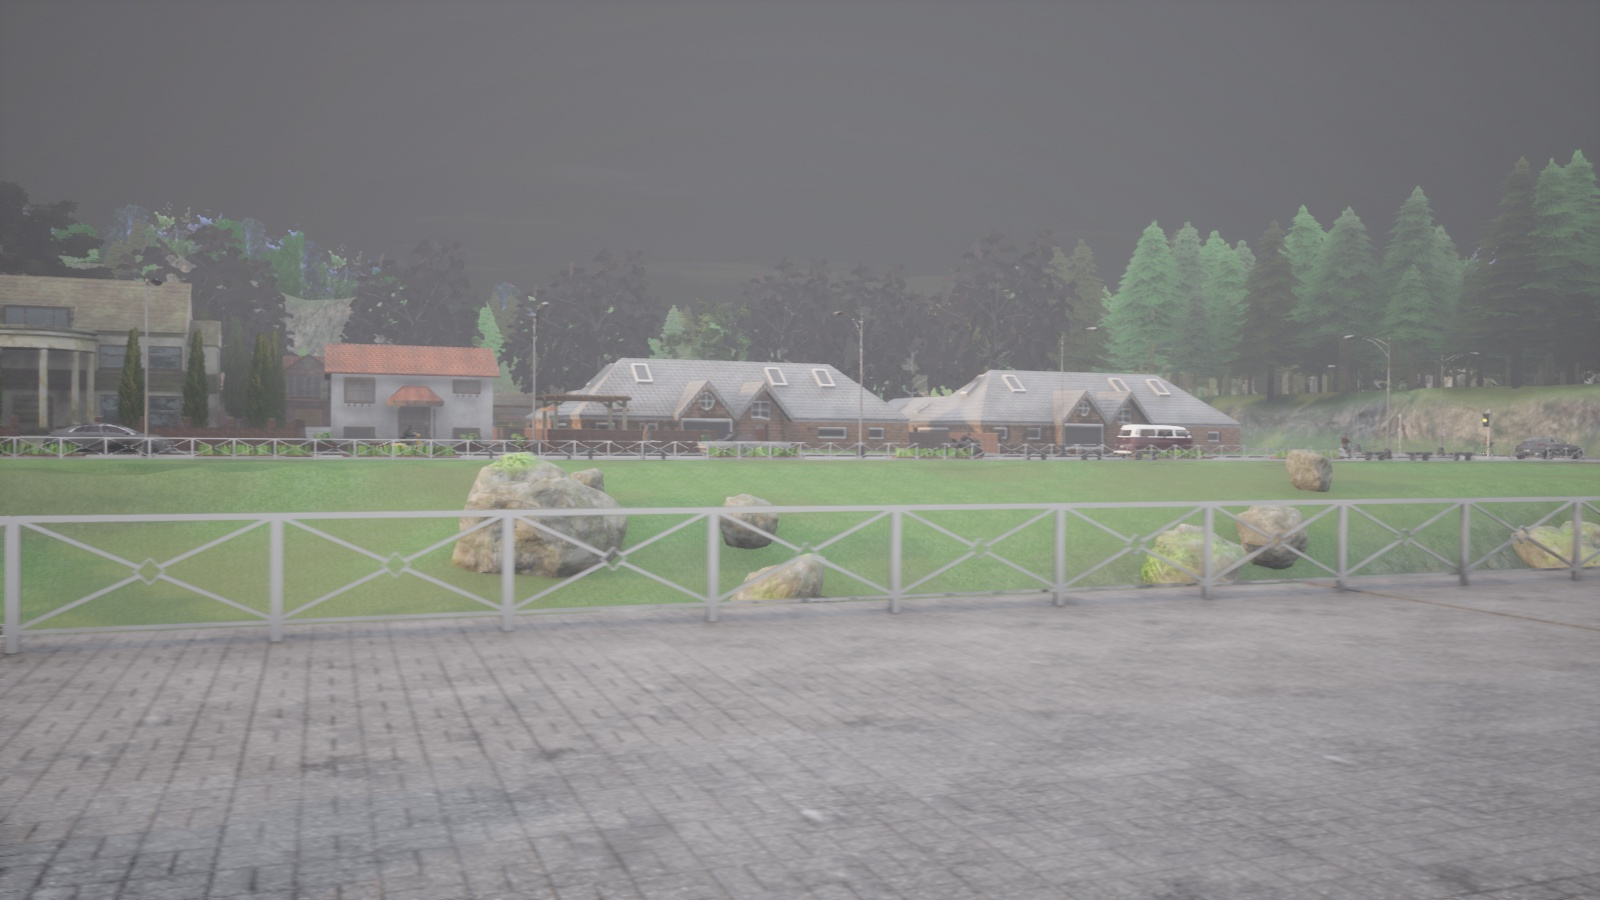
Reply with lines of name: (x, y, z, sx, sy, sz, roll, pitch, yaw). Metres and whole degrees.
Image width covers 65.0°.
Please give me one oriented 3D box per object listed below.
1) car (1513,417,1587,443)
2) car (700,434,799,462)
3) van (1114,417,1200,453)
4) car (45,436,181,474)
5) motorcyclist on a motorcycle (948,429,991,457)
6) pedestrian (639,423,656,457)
car: (50.924, -1.361, 85.266, 5.027, 1.651, 2.152, -1, 1, -30)
car: (-2.607, -0.122, 64.464, 4.718, 1.301, 1.895, -1, 1, -21)
van: (20.851, -0.898, 73.360, 4.480, 2.038, 2.069, -1, 1, -21)
car: (-29.573, 0.192, 54.231, 4.902, 1.511, 2.128, -1, 1, -21)
motorcyclist on a motorcycle: (9.326, -0.390, 68.991, 2.191, 1.530, 0.866, -1, 1, -21)
pedestrian: (-8.676, -0.562, 71.501, 0.873, 1.952, 0.659, -1, 1, -11)
